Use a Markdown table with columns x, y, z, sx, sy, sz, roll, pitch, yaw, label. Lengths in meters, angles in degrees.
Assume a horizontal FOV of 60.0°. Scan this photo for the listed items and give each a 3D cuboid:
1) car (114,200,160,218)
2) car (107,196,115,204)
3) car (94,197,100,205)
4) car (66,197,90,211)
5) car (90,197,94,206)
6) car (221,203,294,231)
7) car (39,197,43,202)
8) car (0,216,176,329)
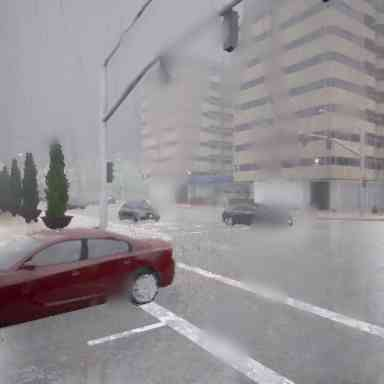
| x | y | z | sx | sy | sz | roll | pitch | yaw | label |
| --- | --- | --- | --- | --- | --- | --- | --- | --- | --- |
| -4.135 | 1.564 | 25.786 | 1.994 | 1.385 | 4.181 | 0 | 0 | -35 | car |
| -15.555 | 1.526 | 60.807 | 1.812 | 1.442 | 4.674 | 0 | 0 | -35 | car |
| -16.407 | 1.564 | 55.918 | 1.994 | 1.385 | 4.181 | 0 | 0 | -35 | car |
| -14.711 | 1.547 | 40.929 | 2.033 | 1.411 | 5.357 | 0 | 0 | -35 | car |
| -17.037 | 1.493 | 50.430 | 2.128 | 1.511 | 4.902 | 0 | 0 | -35 | car |
| 4.003 | 1.505 | 20.974 | 1.837 | 1.490 | 4.892 | 0 | 0 | -41 | car |
| -23.671 | 1.132 | 53.918 | 1.882 | 1.535 | 5.008 | 0 | 0 | -35 | car |
| -2.622 | 1.478 | 6.377 | 5.008 | 1.535 | 1.882 | 0 | 1 | -40 | car |
